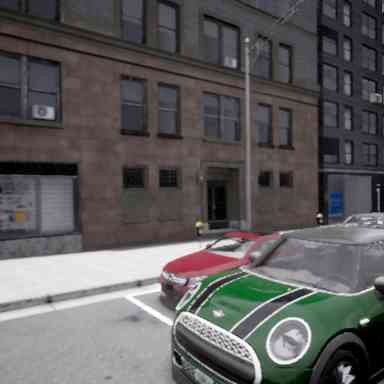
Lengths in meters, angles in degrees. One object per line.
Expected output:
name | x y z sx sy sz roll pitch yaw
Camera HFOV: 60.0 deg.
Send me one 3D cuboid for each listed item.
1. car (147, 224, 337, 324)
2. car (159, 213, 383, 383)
car | 1.281 1.576 7.570 4.206 1.307 1.802 0 -1 -35
car | 1.948 1.348 4.763 4.553 1.767 2.097 0 0 -35
